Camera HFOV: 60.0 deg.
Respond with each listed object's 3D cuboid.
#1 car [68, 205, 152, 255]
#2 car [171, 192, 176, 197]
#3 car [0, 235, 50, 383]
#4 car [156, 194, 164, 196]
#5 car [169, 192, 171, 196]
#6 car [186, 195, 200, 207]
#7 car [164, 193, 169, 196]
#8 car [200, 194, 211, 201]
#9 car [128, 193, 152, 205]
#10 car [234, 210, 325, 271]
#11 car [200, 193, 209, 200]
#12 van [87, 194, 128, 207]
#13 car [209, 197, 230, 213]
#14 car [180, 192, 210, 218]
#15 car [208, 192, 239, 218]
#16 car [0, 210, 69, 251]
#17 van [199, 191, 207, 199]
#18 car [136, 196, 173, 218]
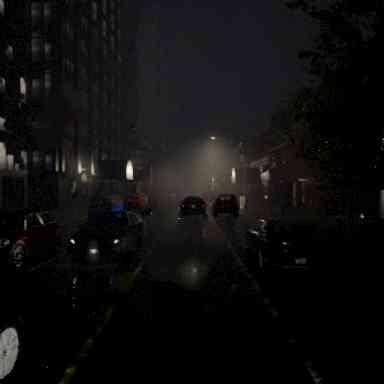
[{"bbox_3d":[-3.062,1.444,13.037,2.033,1.411,5.357,0,0,0],"label":"car"},{"bbox_3d":[-5.693,0.692,94.189,1.967,1.590,4.097,-1,0,0],"label":"car"},{"bbox_3d":[-3.094,1.457,2.442,1.882,1.535,5.008,0,0,0],"label":"car"},{"bbox_3d":[-5.696,1.148,49.912,1.887,1.381,4.507,-1,0,0],"label":"car"},{"bbox_3d":[-5.695,0.998,66.345,1.752,1.417,4.829,-1,0,0],"label":"car"},{"bbox_3d":[0.097,1.171,44.642,1.812,1.442,4.674,0,1,0],"label":"car"},{"bbox_3d":[-5.696,1.042,60.811,1.752,1.417,4.829,-1,0,0],"label":"car"},{"bbox_3d":[2.686,1.037,66.503,1.947,1.339,4.313,-1,0,0],"label":"car"},{"bbox_3d":[-5.701,1.051,33.306,2.192,1.841,5.009,-1,0,0],"label":"car"},{"bbox_3d":[2.691,1.468,10.424,2.008,1.369,4.403,-1,0,0],"label":"car"},{"bbox_3d":[2.687,1.009,72.037,1.802,1.307,4.206,-1,0,0],"label":"car"},{"bbox_3d":[-5.702,1.165,22.237,1.690,1.788,3.998,-1,0,0],"label":"van"},{"bbox_3d":[2.682,1.259,33.467,1.752,1.417,4.829,-1,0,0],"label":"car"},{"bbox_3d":[0.095,1.133,27.468,2.097,1.767,4.553,0,0,0],"label":"car"},{"bbox_3d":[2.678,1.095,27.761,2.192,1.841,5.009,-1,0,0],"label":"car"},{"bbox_3d":[-5.714,1.357,10.441,1.967,1.590,4.097,-1,0,0],"label":"car"},{"bbox_3d":[2.684,0.681,83.104,1.690,1.788,3.998,-1,0,0],"label":"van"},{"bbox_3d":[-3.054,1.323,28.202,2.033,1.411,5.357,0,0,0],"label":"car"}]
